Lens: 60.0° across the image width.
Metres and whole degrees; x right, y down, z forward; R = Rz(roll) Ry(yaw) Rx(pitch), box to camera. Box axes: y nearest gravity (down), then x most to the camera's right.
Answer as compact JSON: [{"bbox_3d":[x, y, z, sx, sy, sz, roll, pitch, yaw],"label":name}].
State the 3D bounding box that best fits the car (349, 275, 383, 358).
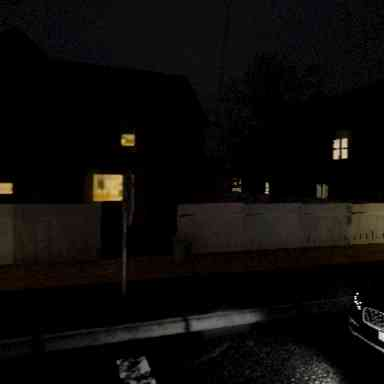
[{"bbox_3d":[4.516,1.424,4.652,4.892,1.490,1.837,0,3,-20],"label":"car"}]
